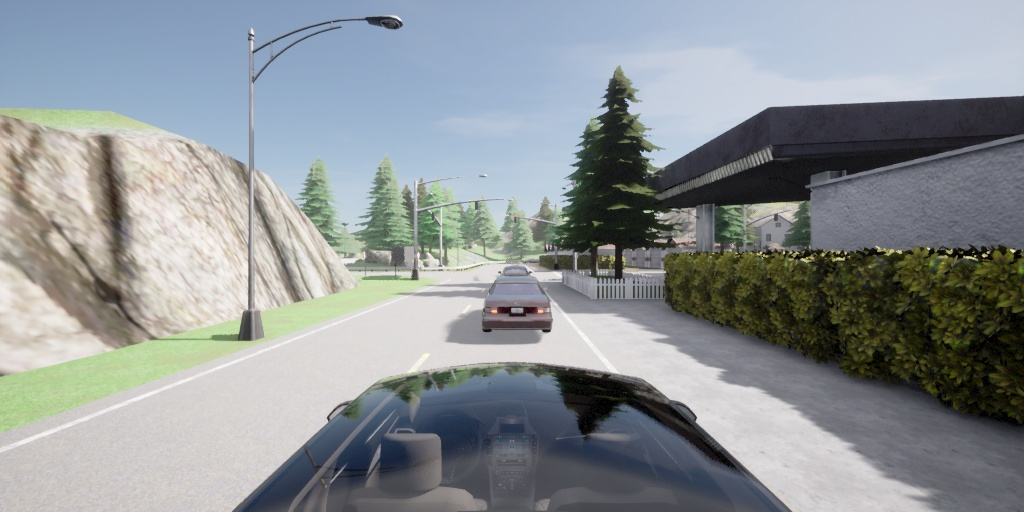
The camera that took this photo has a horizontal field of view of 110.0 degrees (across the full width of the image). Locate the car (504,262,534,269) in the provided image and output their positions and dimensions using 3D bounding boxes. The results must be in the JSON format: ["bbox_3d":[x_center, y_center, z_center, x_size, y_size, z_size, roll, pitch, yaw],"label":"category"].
[{"bbox_3d":[0.181,1.276,20.358,1.812,1.442,4.674,0,0,0],"label":"car"}]

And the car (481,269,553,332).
[{"bbox_3d":[0.136,1.297,10.772,2.033,1.411,5.357,0,0,0],"label":"car"}]
